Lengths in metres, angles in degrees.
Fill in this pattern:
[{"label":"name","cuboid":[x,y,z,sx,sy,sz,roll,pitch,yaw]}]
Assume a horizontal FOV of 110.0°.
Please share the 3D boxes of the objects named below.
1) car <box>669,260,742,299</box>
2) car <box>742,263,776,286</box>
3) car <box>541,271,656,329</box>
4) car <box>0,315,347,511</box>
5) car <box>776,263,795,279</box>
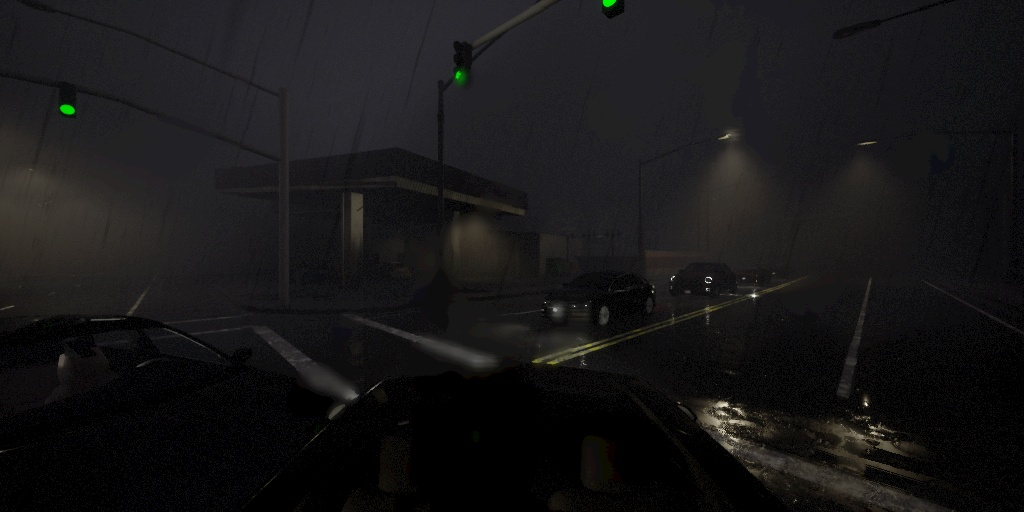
[{"label":"car","cuboid":[9.825,1.102,18.370,4.553,1.767,2.097,0,0,-45]},{"label":"car","cuboid":[16.792,1.314,25.241,1.994,1.385,4.181,0,0,44]},{"label":"car","cuboid":[2.947,1.255,11.564,4.892,1.490,1.837,0,0,-45]},{"label":"car","cuboid":[-3.406,1.242,2.582,4.902,1.511,2.128,0,0,15]},{"label":"car","cuboid":[23.965,1.314,32.253,4.181,1.385,1.994,0,0,-44]}]
